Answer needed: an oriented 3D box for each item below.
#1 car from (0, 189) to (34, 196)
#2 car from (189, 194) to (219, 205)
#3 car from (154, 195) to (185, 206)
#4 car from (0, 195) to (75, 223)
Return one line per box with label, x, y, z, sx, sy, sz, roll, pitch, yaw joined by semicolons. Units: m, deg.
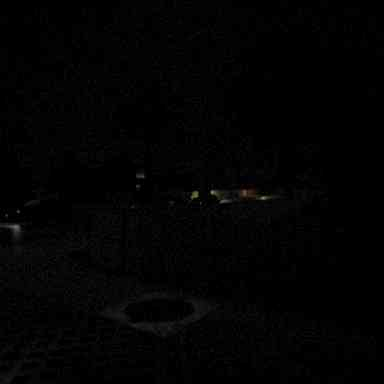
car;-13.685;0.857;23.252;2.150;2.045;5.566;0;1;35
car;1.522;0.983;40.724;1.837;1.490;4.892;0;1;33
car;-2.668;1.054;40.250;1.994;1.385;4.181;0;1;33
car;-10.244;1.182;22.610;1.812;1.442;4.674;0;0;33
